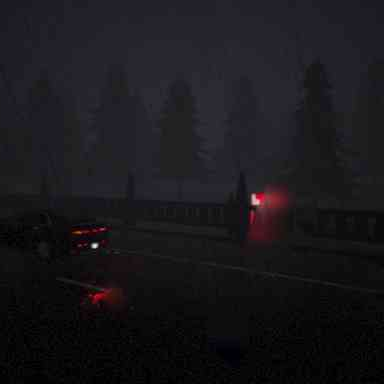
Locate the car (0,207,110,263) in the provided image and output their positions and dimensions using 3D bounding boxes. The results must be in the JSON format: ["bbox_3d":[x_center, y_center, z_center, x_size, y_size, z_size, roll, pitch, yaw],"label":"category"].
[{"bbox_3d":[-4.892,1.239,10.871,4.892,1.490,1.837,2,1,30],"label":"car"}]

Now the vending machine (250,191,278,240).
[{"bbox_3d":[3.324,1.035,15.242,0.880,2.100,1.100,2,1,32],"label":"vending machine"}]

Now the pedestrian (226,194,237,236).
[{"bbox_3d":[1.723,0.958,14.514,0.375,1.860,0.375,2,1,31],"label":"pedestrian"}]
